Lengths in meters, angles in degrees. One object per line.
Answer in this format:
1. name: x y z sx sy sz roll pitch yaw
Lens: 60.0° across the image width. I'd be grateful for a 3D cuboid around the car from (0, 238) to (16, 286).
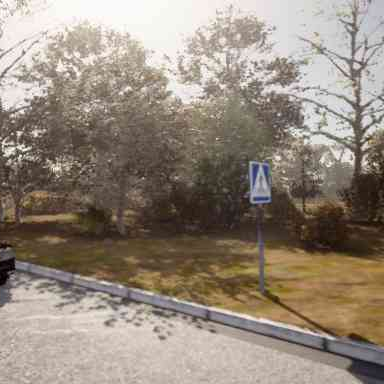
1. car: -6.219 1.485 8.199 4.902 1.511 2.128 0 0 37
